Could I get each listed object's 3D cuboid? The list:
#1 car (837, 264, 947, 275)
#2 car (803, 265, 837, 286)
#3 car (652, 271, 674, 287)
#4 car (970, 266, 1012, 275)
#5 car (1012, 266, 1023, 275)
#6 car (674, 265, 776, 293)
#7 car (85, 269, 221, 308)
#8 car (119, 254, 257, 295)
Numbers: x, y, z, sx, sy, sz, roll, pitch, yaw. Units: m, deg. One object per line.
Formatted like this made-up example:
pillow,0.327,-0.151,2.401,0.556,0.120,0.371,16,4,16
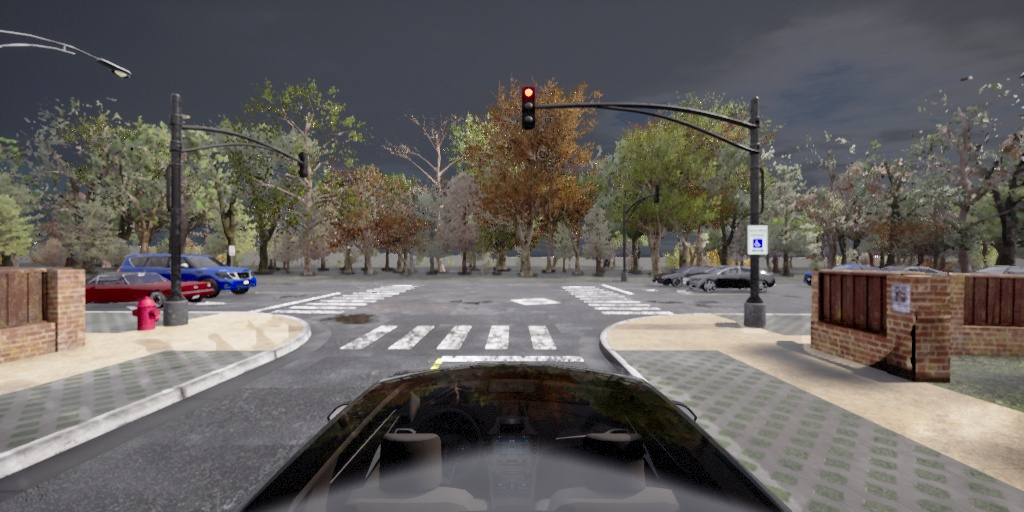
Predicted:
car,22.419,1.321,20.764,4.902,1.511,2.128,0,0,0
car,22.385,1.309,24.014,5.008,1.535,1.882,0,0,0
car,12.327,1.345,24.002,5.357,1.411,2.033,0,0,0
car,32.710,1.390,24.012,4.674,1.442,1.812,0,0,0
car,33.046,1.354,20.766,4.902,1.511,2.128,0,0,0
car,12.443,1.287,20.752,4.902,1.511,2.128,0,0,0
car,-14.636,1.290,14.011,4.718,1.301,1.895,0,0,-3
car,-15.562,0.911,17.262,5.566,2.045,2.150,0,0,0
